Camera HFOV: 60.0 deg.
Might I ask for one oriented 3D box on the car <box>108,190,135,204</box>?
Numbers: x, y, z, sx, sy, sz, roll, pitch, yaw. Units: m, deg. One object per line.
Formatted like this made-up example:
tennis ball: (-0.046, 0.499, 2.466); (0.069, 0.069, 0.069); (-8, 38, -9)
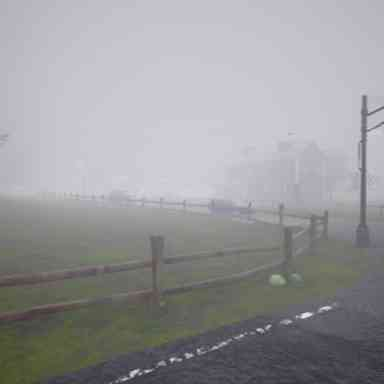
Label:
car: (-10.351, 0.705, 48.461); (2.150, 2.045, 5.566); (2, 0, -35)

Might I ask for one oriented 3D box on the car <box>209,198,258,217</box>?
car: (3.495, 1.273, 28.874); (1.882, 1.535, 5.008); (2, 0, -35)
